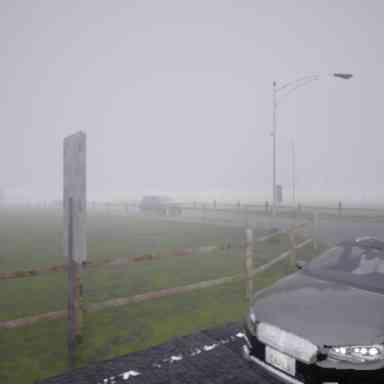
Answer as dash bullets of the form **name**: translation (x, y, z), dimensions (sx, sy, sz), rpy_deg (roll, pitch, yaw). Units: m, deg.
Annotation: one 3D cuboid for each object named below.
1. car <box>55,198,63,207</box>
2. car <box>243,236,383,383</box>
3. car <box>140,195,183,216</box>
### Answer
- **car**: translation (-21.654, 1.784, 56.480), dimensions (2.033, 1.411, 5.357), rpy_deg (0, 0, -40)
- **car**: translation (2.859, 1.488, 4.950), dimensions (4.902, 1.511, 2.128), rpy_deg (0, 1, -38)
- **car**: translation (-3.235, 1.341, 34.152), dimensions (2.150, 2.045, 5.566), rpy_deg (0, 0, -40)
